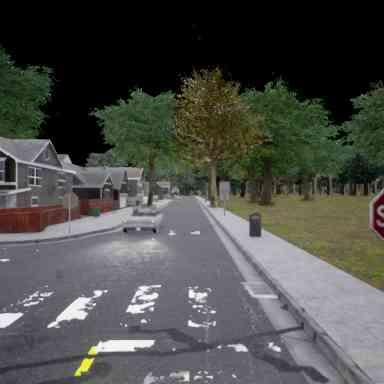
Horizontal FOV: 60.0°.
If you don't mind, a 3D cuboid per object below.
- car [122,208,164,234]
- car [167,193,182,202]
[{"bbox_3d":[-2.774,1.614,19.455,1.895,1.301,4.718,0,0,0],"label":"car"},{"bbox_3d":[-2.806,1.086,55.090,2.150,2.045,5.566,0,0,0],"label":"car"}]
